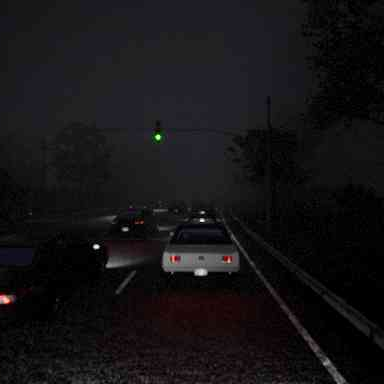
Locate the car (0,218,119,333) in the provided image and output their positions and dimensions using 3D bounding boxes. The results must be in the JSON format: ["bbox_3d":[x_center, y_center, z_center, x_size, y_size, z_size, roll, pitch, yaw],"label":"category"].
[{"bbox_3d":[-3.300,1.557,7.164,2.033,1.411,5.357,0,0,1],"label":"car"}]

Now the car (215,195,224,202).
[{"bbox_3d":[6.536,1.457,78.561,1.882,1.535,5.008,0,0,10],"label":"car"}]

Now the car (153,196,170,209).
[{"bbox_3d":[-4.780,1.415,46.127,2.097,1.767,4.553,0,0,6],"label":"car"}]

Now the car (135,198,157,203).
[{"bbox_3d":[-5.567,1.652,37.191,1.895,1.301,4.718,0,0,5],"label":"car"}]

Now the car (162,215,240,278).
[{"bbox_3d":[0.265,1.615,10.109,1.895,1.301,4.718,0,0,1],"label":"car"}]

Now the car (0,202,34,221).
[{"bbox_3d":[-15.474,1.527,26.962,4.902,1.511,2.128,0,0,1],"label":"car"}]

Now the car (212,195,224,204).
[{"bbox_3d":[5.039,1.650,68.828,1.994,1.385,4.181,0,0,9],"label":"car"}]

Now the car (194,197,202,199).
[{"bbox_3d":[1.302,1.694,66.565,1.895,1.301,4.718,0,0,8],"label":"car"}]

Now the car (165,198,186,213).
[{"bbox_3d":[-1.588,1.653,37.425,1.895,1.301,4.718,0,0,2],"label":"car"}]

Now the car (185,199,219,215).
[{"bbox_3d":[0.772,1.540,23.626,1.837,1.490,4.892,0,0,3],"label":"car"}]

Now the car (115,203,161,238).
[{"bbox_3d":[-2.991,1.550,17.647,1.812,1.442,4.674,0,0,2],"label":"car"}]
